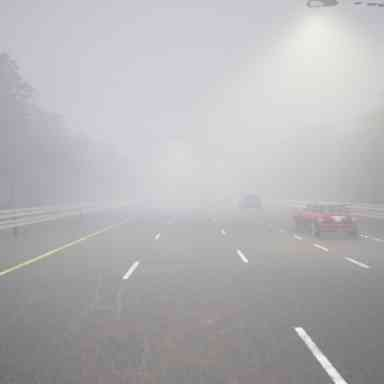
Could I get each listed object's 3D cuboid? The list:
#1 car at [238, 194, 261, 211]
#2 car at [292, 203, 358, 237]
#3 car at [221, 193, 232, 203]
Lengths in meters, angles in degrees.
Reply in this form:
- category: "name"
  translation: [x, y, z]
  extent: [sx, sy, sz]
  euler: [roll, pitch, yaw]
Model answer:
- category: "car"
  translation: [7.096, 1.251, 41.098]
  extent: [2.150, 2.045, 5.566]
  euler: [0, 0, 0]
- category: "car"
  translation: [7.019, 1.362, 18.088]
  extent: [2.097, 1.767, 4.553]
  euler: [0, 0, 0]
- category: "car"
  translation: [7.276, 1.521, 70.416]
  extent: [1.882, 1.535, 5.008]
  euler: [0, 0, 0]
